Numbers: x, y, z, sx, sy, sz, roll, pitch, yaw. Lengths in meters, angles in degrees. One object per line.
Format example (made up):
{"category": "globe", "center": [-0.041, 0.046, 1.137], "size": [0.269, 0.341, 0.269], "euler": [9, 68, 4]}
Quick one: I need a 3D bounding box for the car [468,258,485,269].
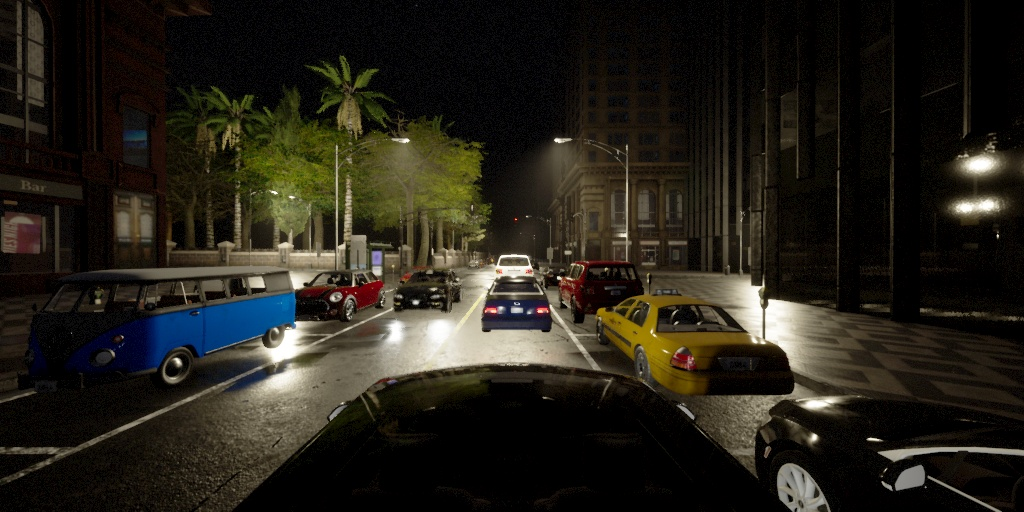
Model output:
{"category": "car", "center": [-5.736, 1.274, 54.664], "size": [2.007, 1.370, 4.403], "euler": [0, 0, 0]}

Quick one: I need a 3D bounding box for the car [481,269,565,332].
{"category": "car", "center": [0.107, 1.296, 10.753], "size": [2.033, 1.411, 5.357], "euler": [0, 0, 0]}

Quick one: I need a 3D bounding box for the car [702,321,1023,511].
{"category": "car", "center": [2.762, 1.300, 1.082], "size": [2.007, 1.370, 4.403], "euler": [0, 0, 0]}

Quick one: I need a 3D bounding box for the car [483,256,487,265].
{"category": "car", "center": [-5.733, 1.159, 60.085], "size": [1.967, 1.591, 4.097], "euler": [0, 0, 0]}

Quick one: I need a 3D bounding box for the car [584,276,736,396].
{"category": "car", "center": [2.765, 1.275, 6.677], "size": [1.751, 1.417, 4.829], "euler": [0, 0, 0]}

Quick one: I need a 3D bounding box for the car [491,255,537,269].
{"category": "car", "center": [0.110, 0.967, 21.324], "size": [2.150, 2.045, 5.566], "euler": [0, 0, 0]}

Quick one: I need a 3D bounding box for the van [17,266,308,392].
{"category": "van", "center": [-5.760, 1.090, 6.526], "size": [1.690, 1.789, 3.998], "euler": [0, 0, 0]}

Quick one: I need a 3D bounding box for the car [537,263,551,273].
{"category": "car", "center": [2.773, 1.310, 22.783], "size": [1.948, 1.339, 4.313], "euler": [0, 0, 0]}

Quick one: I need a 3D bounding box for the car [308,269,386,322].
{"category": "car", "center": [-5.758, 1.188, 11.952], "size": [1.967, 1.591, 4.097], "euler": [0, 0, 0]}

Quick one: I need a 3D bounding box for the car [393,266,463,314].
{"category": "car", "center": [-3.070, 1.254, 13.917], "size": [1.837, 1.490, 4.892], "euler": [0, 0, 0]}

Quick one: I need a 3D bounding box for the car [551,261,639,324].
{"category": "car", "center": [2.767, 1.063, 11.932], "size": [2.192, 1.841, 5.009], "euler": [0, 0, 0]}
